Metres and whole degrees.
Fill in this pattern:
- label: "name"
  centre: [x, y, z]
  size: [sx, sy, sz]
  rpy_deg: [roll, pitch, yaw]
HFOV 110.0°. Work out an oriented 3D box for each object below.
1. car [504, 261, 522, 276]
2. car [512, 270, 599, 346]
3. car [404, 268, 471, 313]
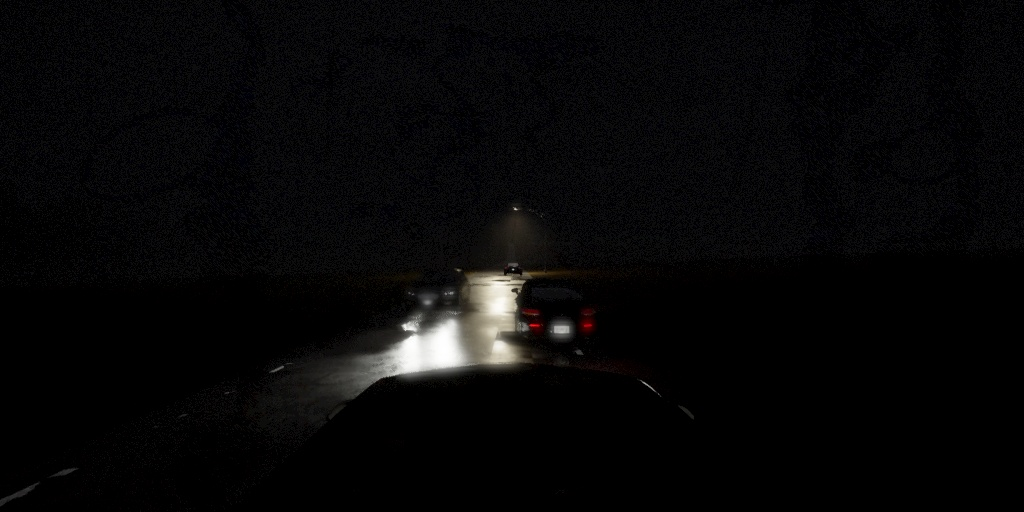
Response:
- label: "car"
  centre: [0.133, 1.374, 38.920]
  size: [1.994, 1.385, 4.181]
  rpy_deg: [0, 0, 1]
- label: "car"
  centre: [0.976, 1.272, 9.312]
  size: [1.812, 1.442, 4.674]
  rpy_deg: [0, 0, 0]
- label: "car"
  centre: [-2.730, 1.236, 14.027]
  size: [2.128, 1.511, 4.902]
  rpy_deg: [0, 0, 0]
